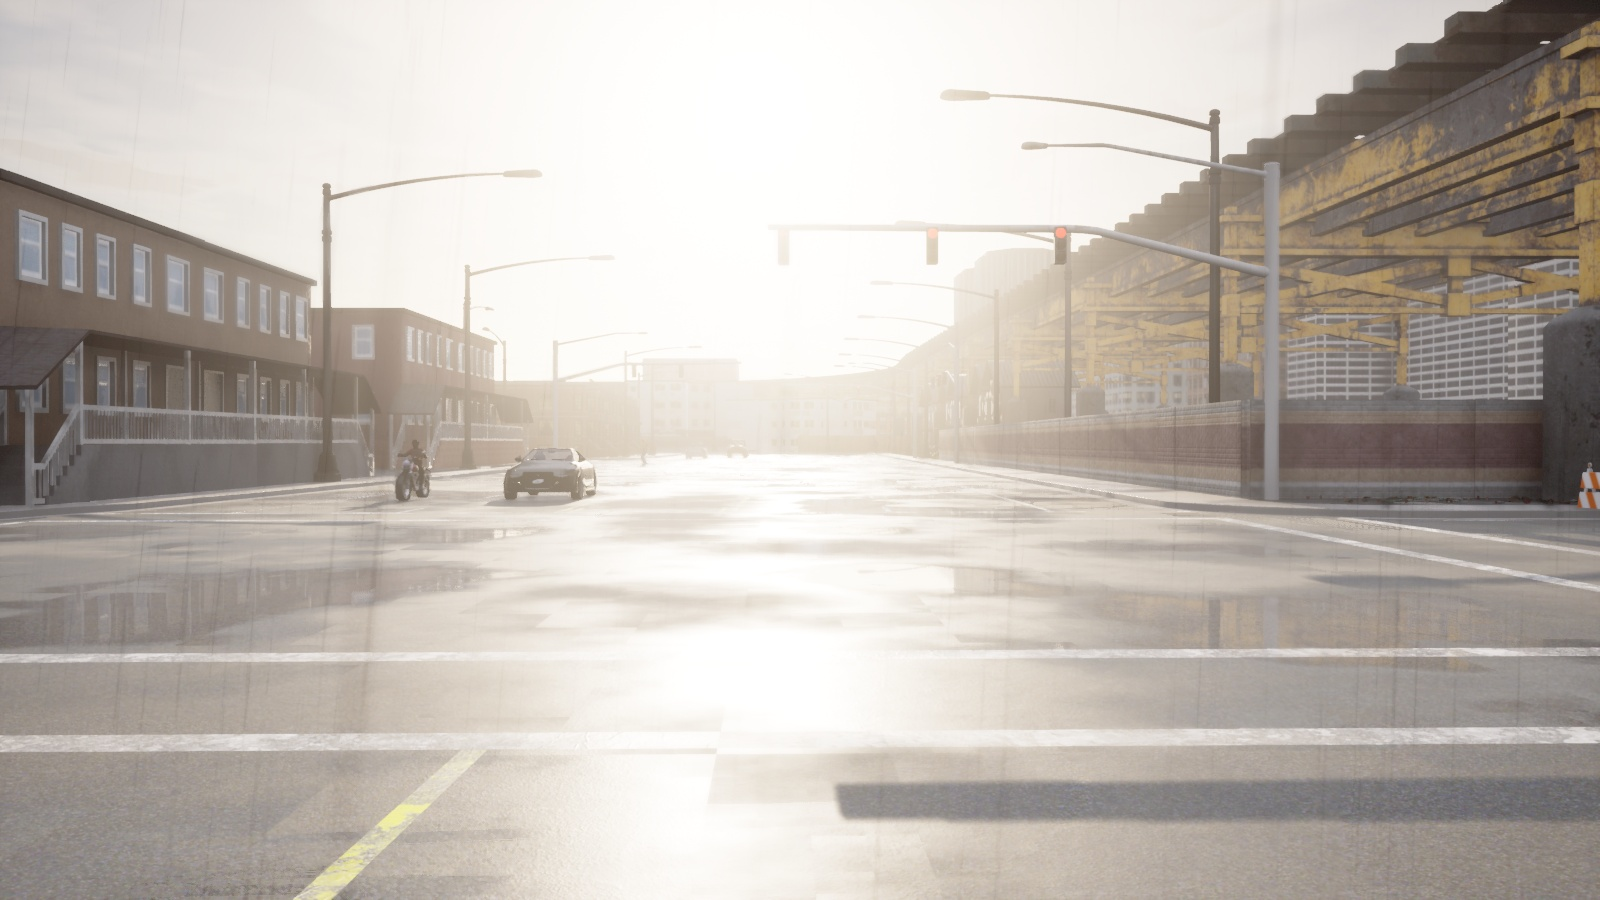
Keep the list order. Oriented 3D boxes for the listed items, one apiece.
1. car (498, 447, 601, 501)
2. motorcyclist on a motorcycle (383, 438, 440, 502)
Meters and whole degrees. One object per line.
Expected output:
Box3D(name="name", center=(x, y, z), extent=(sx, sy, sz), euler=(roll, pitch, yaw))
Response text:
Box3D(name="car", center=(-6.793, 0.611, 34.454), extent=(1.994, 1.385, 4.181), euler=(0, 0, 0))
Box3D(name="motorcyclist on a motorcycle", center=(-10.295, 0.500, 33.376), extent=(0.766, 1.649, 2.350), euler=(0, 1, 0))
